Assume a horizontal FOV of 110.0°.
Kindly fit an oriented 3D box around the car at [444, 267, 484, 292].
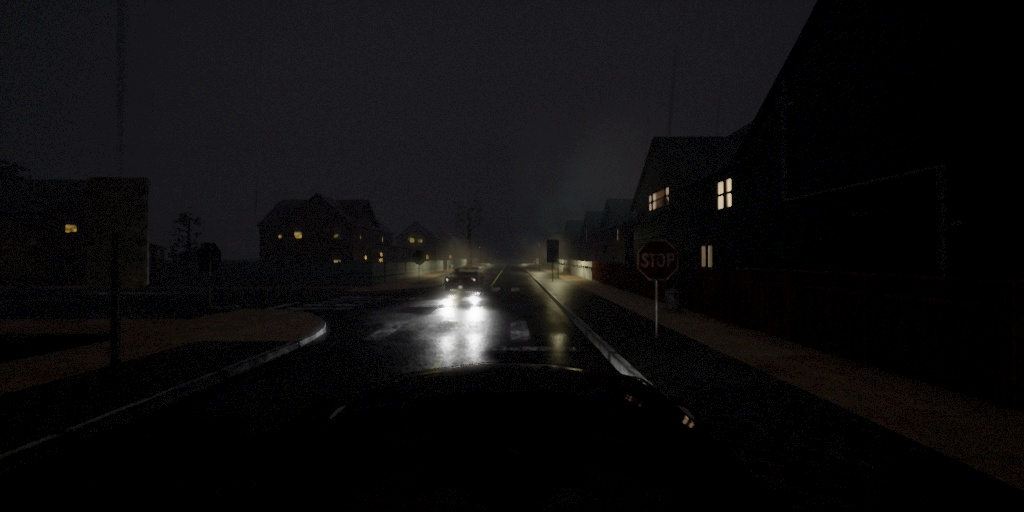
[{"bbox_3d":[-2.744,1.351,21.313,1.895,1.301,4.718,0,0,0],"label":"car"}]
